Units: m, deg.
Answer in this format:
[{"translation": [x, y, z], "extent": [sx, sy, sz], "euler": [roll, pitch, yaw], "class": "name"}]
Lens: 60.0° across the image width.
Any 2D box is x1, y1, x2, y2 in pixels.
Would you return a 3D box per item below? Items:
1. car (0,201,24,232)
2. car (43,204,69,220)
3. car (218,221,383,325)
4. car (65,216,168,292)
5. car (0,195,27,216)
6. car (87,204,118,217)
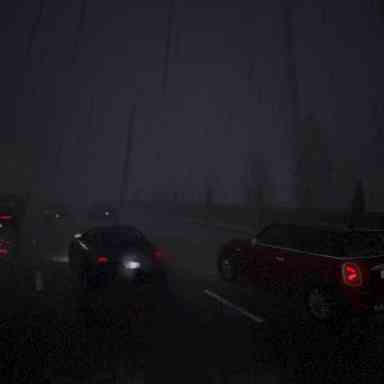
[{"translation": [-11.254, 1.524, 19.795], "extent": [1.837, 1.490, 4.892], "euler": [1, 0, -26], "class": "car"}, {"translation": [-12.069, 1.685, 29.433], "extent": [1.895, 1.301, 4.718], "euler": [1, -1, -26], "class": "car"}, {"translation": [2.448, 1.444, 7.700], "extent": [2.097, 1.767, 4.553], "euler": [1, -1, -26], "class": "car"}, {"translation": [-2.204, 1.611, 9.243], "extent": [1.994, 1.385, 4.181], "euler": [1, 0, -26], "class": "car"}, {"translation": [-17.641, 1.268, 32.878], "extent": [2.150, 2.045, 5.566], "euler": [1, 0, -26], "class": "car"}, {"translation": [-7.672, 1.695, 28.407], "extent": [1.994, 1.385, 4.181], "euler": [1, 0, -26], "class": "car"}]
